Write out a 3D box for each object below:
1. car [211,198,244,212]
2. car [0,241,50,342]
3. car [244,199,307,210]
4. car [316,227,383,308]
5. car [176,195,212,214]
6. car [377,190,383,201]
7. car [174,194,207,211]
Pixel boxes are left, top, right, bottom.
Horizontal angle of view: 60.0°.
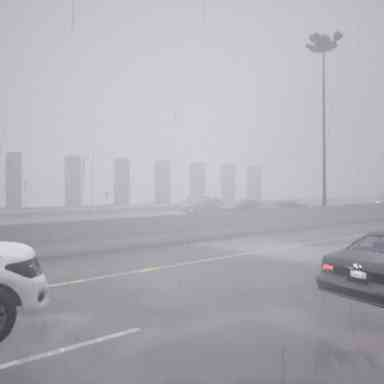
[{"bbox_3d":[4.618,1.343,28.821,5.357,1.411,2.033,-1,0,-36],"label":"car"},{"bbox_3d":[-4.981,1.243,4.470,5.566,2.045,2.150,-1,0,-36],"label":"car"},{"bbox_3d":[6.918,1.337,26.165,5.357,1.411,2.033,-1,0,-36],"label":"car"},{"bbox_3d":[4.955,1.463,7.288,5.357,1.411,2.033,-1,0,-35],"label":"car"},{"bbox_3d":[1.285,1.320,30.742,4.892,1.490,1.837,0,0,-36],"label":"car"},{"bbox_3d":[36.189,0.550,61.072,5.566,2.045,2.150,-1,0,-37],"label":"car"},{"bbox_3d":[0.387,1.153,34.419,4.553,1.767,2.097,-1,0,-36],"label":"car"}]
